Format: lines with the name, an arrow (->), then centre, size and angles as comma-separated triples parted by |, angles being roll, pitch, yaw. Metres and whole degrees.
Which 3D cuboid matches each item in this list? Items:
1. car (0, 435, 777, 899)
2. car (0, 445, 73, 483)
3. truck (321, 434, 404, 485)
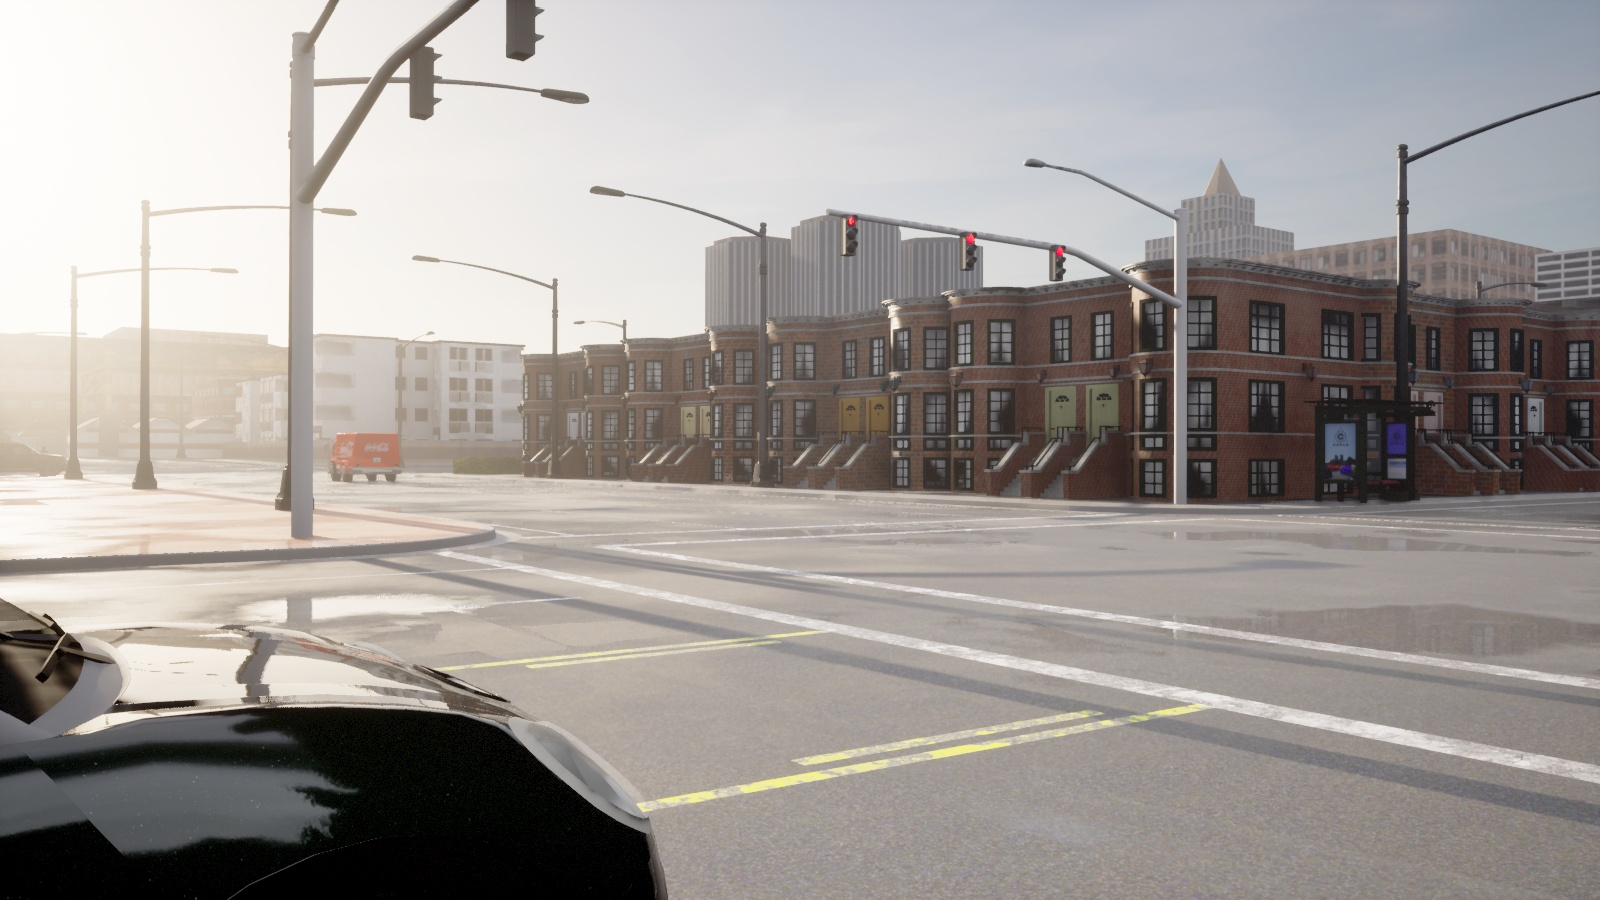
car -> -2.171, 0.720, 2.205 | 3.806, 1.475, 1.970 | 0, 0, -35
car -> -44.559, 0.788, 71.167 | 5.566, 2.045, 2.150 | 0, 0, -36
truck -> -22.055, 0.459, 63.178 | 2.627, 2.467, 5.204 | 0, 0, -35
